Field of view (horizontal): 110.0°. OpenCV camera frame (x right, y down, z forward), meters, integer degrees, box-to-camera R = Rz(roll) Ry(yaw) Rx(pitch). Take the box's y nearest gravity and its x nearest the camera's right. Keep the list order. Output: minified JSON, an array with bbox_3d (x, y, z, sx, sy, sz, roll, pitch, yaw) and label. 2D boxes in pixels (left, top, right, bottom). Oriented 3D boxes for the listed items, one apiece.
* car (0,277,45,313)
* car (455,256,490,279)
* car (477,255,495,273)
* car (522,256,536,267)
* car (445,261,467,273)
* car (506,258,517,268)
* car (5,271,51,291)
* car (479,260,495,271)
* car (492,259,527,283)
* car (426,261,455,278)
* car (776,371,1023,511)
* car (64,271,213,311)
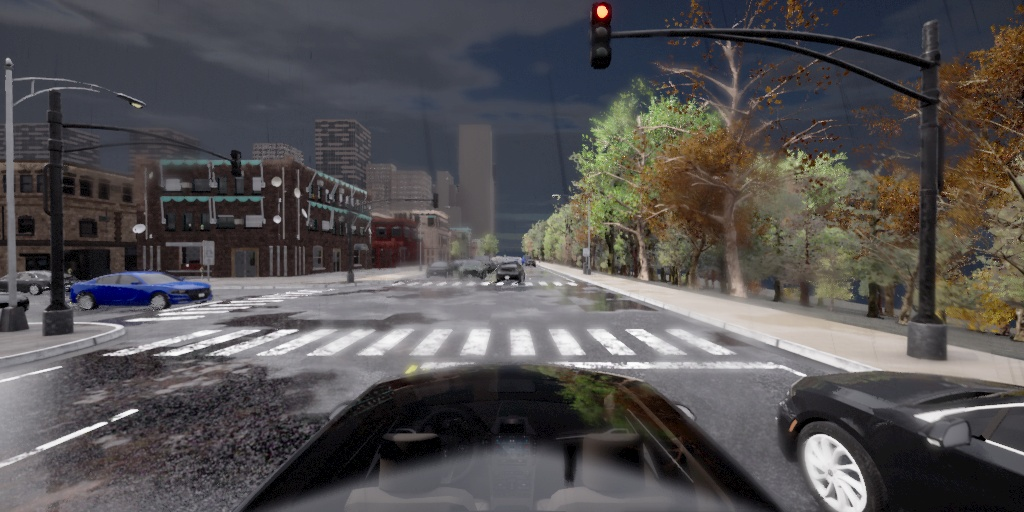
[{"bbox_3d":[-19.973,1.563,12.639,4.313,1.339,1.948,0,0,0],"label":"car"},{"bbox_3d":[-3.413,1.088,31.698,2.097,1.767,4.553,0,0,0],"label":"car"},{"bbox_3d":[-3.435,0.952,41.278,2.150,2.045,5.566,0,0,0],"label":"car"},{"bbox_3d":[3.203,1.221,63.663,1.837,1.490,4.892,0,0,0],"label":"car"},{"bbox_3d":[-6.683,1.330,43.487,1.895,1.301,4.718,0,0,0],"label":"car"},{"bbox_3d":[-0.044,1.194,63.154,1.882,1.535,5.008,0,0,0],"label":"car"},{"bbox_3d":[-28.326,1.557,21.131,4.403,1.370,2.007,0,0,0],"label":"car"},{"bbox_3d":[-3.457,1.288,50.784,1.994,1.385,4.181,0,0,0],"label":"car"},{"bbox_3d":[-0.099,1.243,27.527,1.837,1.490,4.892,1,0,5],"label":"car"},{"bbox_3d":[-6.664,1.212,33.525,1.882,1.535,5.008,0,0,0],"label":"car"},{"bbox_3d":[3.366,1.255,1.262,1.837,1.490,4.892,0,0,-2],"label":"car"},{"bbox_3d":[-15.523,1.398,15.164,5.008,1.535,1.882,-1,1,3],"label":"car"}]
